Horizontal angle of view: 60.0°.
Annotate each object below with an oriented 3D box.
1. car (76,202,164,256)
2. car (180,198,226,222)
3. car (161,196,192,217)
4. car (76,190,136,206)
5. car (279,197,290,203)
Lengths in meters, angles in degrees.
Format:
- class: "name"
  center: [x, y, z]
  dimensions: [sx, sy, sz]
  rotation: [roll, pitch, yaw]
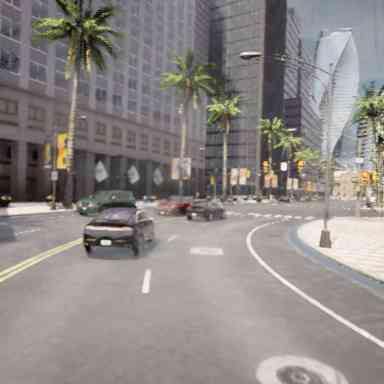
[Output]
- class: "car"
  center: [-2.561, 1.348, 12.631]
  dimensions: [2.128, 1.511, 4.902]
  rotation: [2, 0, 2]
- class: "car"
  center: [1.191, 1.427, 26.157]
  dimensions: [1.837, 1.490, 4.892]
  rotation: [2, -1, 25]
- class: "car"
  center: [-1.365, 1.176, 29.481]
  dimensions: [2.097, 1.767, 4.553]
  rotation: [2, 0, 29]
- class: "car"
  center: [-6.646, 0.884, 26.455]
  dimensions: [2.150, 2.045, 5.566]
  rotation: [2, 0, 23]
- class: "car"
  center: [23.490, 1.936, 84.207]
  dimensions: [2.161, 1.482, 4.786]
  rotation: [2, 0, 30]
